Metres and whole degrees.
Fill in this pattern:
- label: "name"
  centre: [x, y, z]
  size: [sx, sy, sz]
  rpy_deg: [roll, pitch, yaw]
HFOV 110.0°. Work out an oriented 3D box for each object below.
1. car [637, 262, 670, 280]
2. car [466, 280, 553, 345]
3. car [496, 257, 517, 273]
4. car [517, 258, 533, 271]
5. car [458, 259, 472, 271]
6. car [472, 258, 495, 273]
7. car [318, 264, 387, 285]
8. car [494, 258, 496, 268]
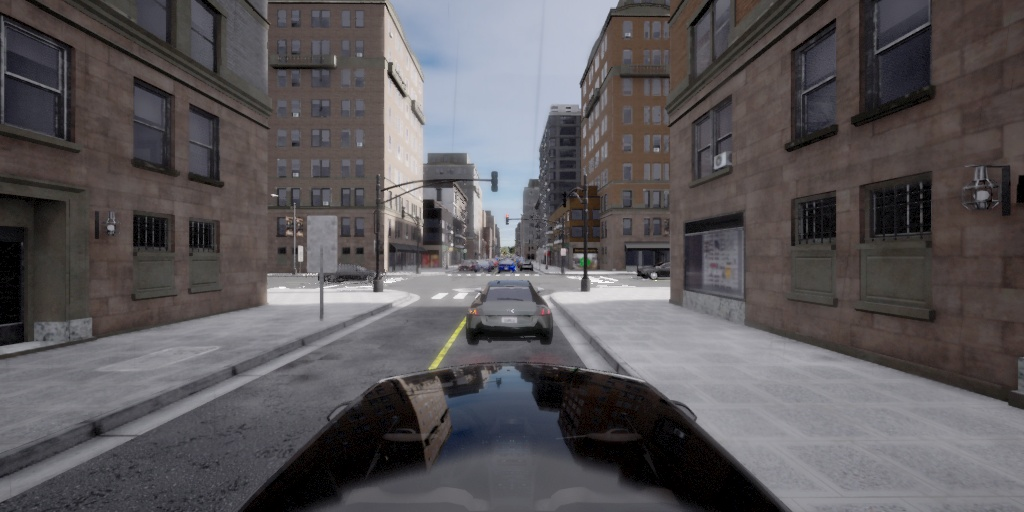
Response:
- label: "car"
  centre: [12.956, 1.201, 29.967]
  size: [4.892, 1.490, 1.837]
  rpy_deg: [0, 0, -1]
- label: "car"
  centre: [-0.065, 1.314, 9.532]
  size: [1.994, 1.385, 4.181]
  rpy_deg: [0, 0, 0]
- label: "car"
  centre: [-0.610, 1.260, 43.533]
  size: [1.882, 1.535, 5.008]
  rpy_deg: [0, 0, 1]
- label: "car"
  centre: [1.931, 1.356, 48.602]
  size: [1.948, 1.339, 4.313]
  rpy_deg: [0, 0, 0]
- label: "car"
  centre: [-6.094, 1.230, 48.543]
  size: [1.967, 1.591, 4.097]
  rpy_deg: [0, 0, 0]
- label: "car"
  centre: [-3.546, 1.310, 44.589]
  size: [1.812, 1.442, 4.674]
  rpy_deg: [0, 0, 1]
- label: "car"
  centre: [-11.726, 1.314, 26.457]
  size: [4.674, 1.442, 1.812]
  rpy_deg: [0, 0, -4]
- label: "car"
  centre: [-3.591, 1.348, 54.268]
  size: [2.033, 1.411, 5.357]
  rpy_deg: [0, 0, 0]
